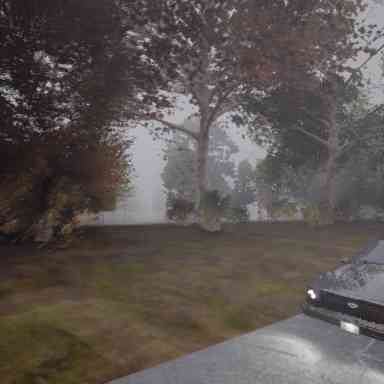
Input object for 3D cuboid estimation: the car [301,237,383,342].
[{"bbox_3d":[4.388,1.567,6.390,5.357,1.411,2.033,0,0,-37],"label":"car"}]
